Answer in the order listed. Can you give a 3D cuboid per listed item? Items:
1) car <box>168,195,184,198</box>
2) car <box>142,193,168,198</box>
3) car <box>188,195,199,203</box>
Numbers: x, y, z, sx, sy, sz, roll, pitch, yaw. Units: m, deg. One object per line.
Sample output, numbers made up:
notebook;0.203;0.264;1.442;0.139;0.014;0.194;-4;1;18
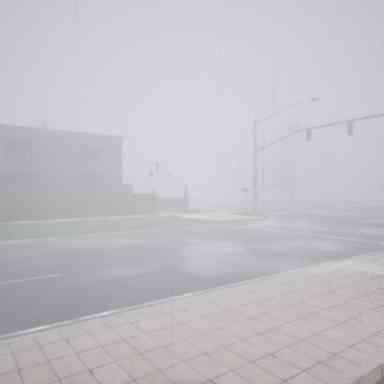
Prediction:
car;-3.706;1.319;60.489;2.128;1.511;4.902;0;0;-36
car;-6.757;1.352;58.721;1.837;1.490;4.892;0;0;-36
car;-0.568;1.287;62.145;1.882;1.535;5.008;0;0;-36
